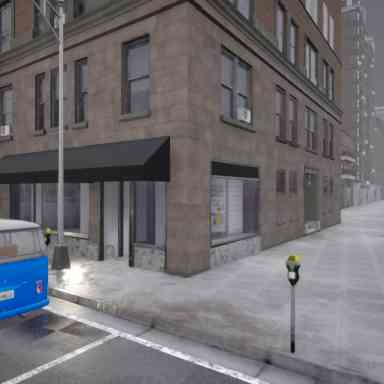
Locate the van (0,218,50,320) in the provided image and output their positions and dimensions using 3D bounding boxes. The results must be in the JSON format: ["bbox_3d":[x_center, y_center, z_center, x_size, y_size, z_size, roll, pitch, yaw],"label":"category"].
[{"bbox_3d":[-4.351,1.340,6.126,3.998,1.788,1.690,0,0,35],"label":"van"}]
